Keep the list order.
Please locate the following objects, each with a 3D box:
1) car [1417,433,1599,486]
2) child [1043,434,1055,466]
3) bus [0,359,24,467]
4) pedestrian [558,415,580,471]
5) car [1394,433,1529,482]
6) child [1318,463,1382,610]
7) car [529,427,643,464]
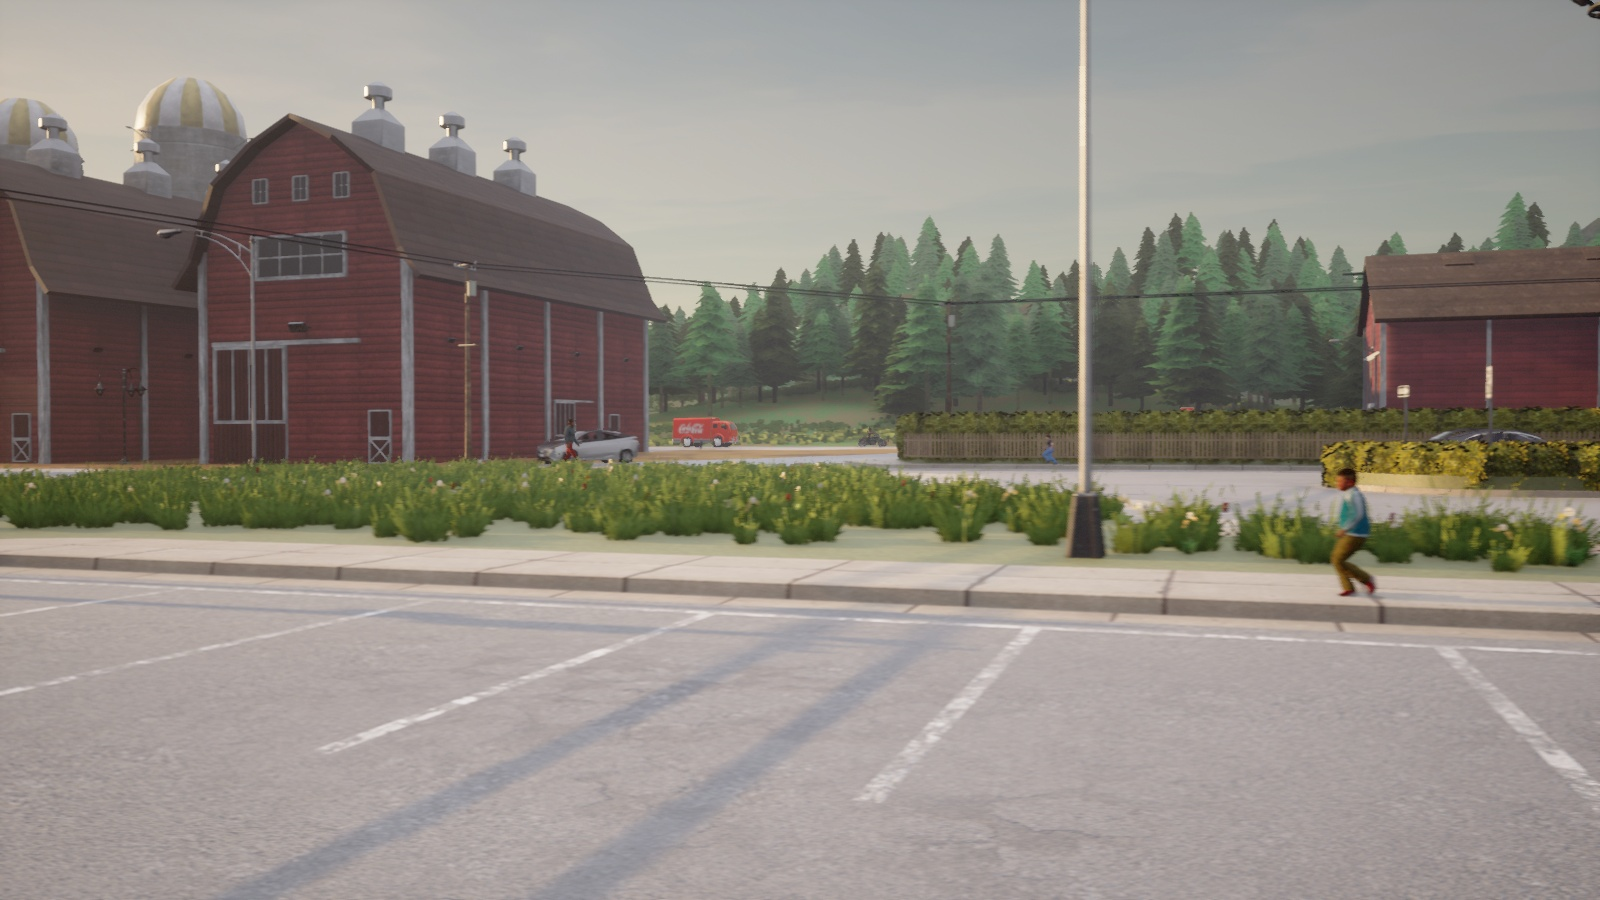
[{"bbox_3d":[21.535,0.255,37.999,4.902,1.511,2.128,1,1,19],"label":"car"},{"bbox_3d":[9.832,0.004,49.616,0.437,1.263,0.270,0,1,13],"label":"child"},{"bbox_3d":[-36.819,-1.493,50.228,10.273,4.253,3.944,0,1,16],"label":"bus"},{"bbox_3d":[-7.673,-0.245,41.687,0.614,1.847,0.353,0,1,13],"label":"pedestrian"},{"bbox_3d":[21.835,0.221,41.602,3.705,1.549,1.789,1,1,19],"label":"car"},{"bbox_3d":[4.611,0.710,10.537,0.448,1.192,0.343,1,1,18],"label":"child"},{"bbox_3d":[-9.322,-0.220,54.876,4.514,1.525,2.007,-1,1,-40],"label":"car"}]
